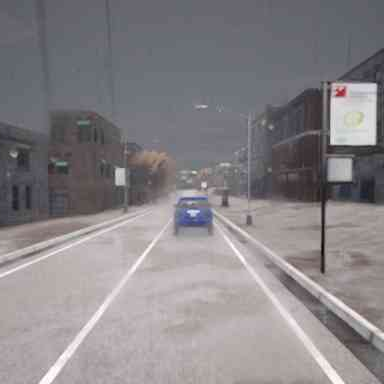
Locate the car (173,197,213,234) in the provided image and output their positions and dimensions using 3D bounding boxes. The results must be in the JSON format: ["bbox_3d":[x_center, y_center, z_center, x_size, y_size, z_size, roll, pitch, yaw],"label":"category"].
[{"bbox_3d":[0.066,1.278,19.829,2.150,2.045,5.566,0,0,0],"label":"car"}]

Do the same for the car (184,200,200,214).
[{"bbox_3d":[-0.010,1.670,38.429,1.812,1.442,4.674,0,0,0],"label":"car"}]
